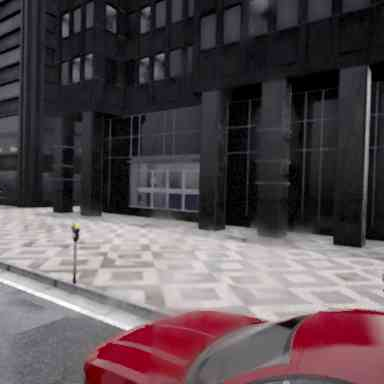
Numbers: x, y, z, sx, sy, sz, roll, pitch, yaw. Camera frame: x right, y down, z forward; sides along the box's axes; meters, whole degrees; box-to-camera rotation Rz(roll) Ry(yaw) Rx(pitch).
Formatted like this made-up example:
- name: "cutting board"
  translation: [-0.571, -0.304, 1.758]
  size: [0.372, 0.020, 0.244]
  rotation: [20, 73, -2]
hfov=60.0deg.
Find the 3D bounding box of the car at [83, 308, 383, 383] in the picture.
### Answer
- name: "car"
  translation: [1.113, 1.536, 2.167]
  size: [4.507, 1.381, 1.887]
  rotation: [2, 1, 35]
